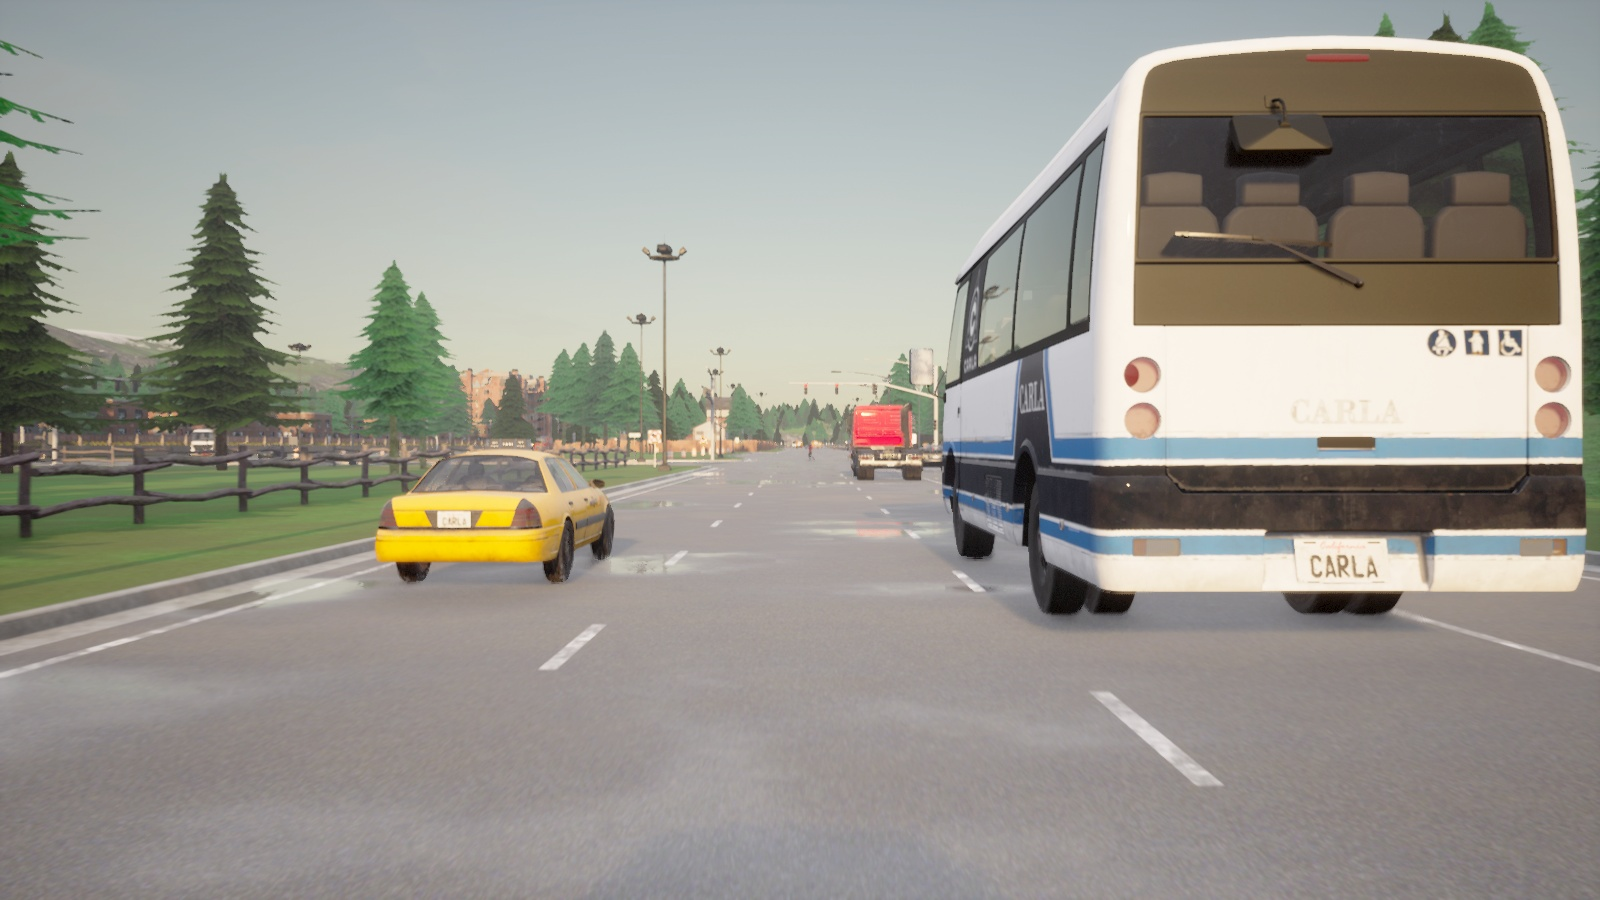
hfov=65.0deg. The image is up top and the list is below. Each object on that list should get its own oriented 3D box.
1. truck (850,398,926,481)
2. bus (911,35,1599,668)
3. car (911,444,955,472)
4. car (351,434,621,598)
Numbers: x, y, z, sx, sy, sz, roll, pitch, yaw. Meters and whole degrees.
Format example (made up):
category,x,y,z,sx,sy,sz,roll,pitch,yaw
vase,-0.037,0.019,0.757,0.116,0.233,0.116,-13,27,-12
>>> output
category,x,y,z,sx,sy,sz,roll,pitch,yaw
truck,3.840,-0.461,56.567,2.891,3.462,7.936,0,0,0
bus,3.594,-0.682,13.584,3.944,4.253,10.273,0,0,0
car,7.419,0.415,70.413,2.007,1.525,4.514,0,0,0
car,-3.400,0.623,14.750,1.801,1.575,5.366,0,0,0
